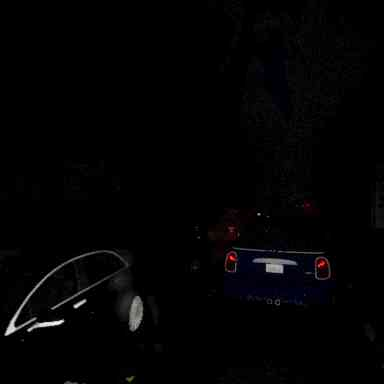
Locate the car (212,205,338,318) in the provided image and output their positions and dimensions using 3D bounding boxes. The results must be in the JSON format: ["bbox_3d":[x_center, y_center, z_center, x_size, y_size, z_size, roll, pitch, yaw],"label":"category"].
[{"bbox_3d":[2.141,1.357,7.823,2.097,1.767,4.553,0,0,19],"label":"car"}]

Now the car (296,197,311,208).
[{"bbox_3d":[15.669,1.470,46.629,1.994,1.385,4.181,0,0,19],"label":"car"}]

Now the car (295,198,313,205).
[{"bbox_3d":[12.610,1.511,37.688,2.033,1.411,5.357,0,0,20],"label":"car"}]

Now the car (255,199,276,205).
[{"bbox_3d":[5.834,1.569,27.824,1.994,1.385,4.181,0,0,19],"label":"car"}]

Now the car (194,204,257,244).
[{"bbox_3d":[1.606,1.488,15.701,1.882,1.535,5.008,0,0,19],"label":"car"}]

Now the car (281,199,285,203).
[{"bbox_3d":[10.904,1.101,42.074,2.033,1.411,5.357,0,0,19],"label":"car"}]

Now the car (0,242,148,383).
[{"bbox_3d":[-2.123,1.507,4.153,1.837,1.490,4.892,0,0,16],"label":"car"}]
